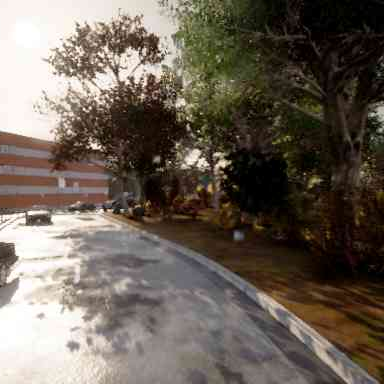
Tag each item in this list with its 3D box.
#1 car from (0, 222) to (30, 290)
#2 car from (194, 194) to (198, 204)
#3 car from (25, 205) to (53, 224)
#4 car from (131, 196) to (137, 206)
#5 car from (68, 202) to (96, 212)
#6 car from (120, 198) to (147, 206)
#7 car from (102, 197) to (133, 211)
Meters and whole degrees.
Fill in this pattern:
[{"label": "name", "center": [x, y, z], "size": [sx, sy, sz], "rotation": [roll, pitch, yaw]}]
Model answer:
[{"label": "car", "center": [-5.240, 1.598, 6.428], "size": [2.033, 1.411, 5.357], "rotation": [0, 0, -5]}, {"label": "car", "center": [-0.777, 1.646, 63.271], "size": [5.566, 2.045, 2.435], "rotation": [-1, 0, 16]}, {"label": "car", "center": [-12.317, 1.768, 26.903], "size": [2.033, 1.411, 5.357], "rotation": [-1, -1, -23]}, {"label": "car", "center": [-7.718, 1.653, 56.580], "size": [2.150, 2.045, 5.566], "rotation": [0, 0, 16]}, {"label": "car", "center": [-14.526, 1.955, 44.000], "size": [1.994, 1.385, 4.181], "rotation": [0, -1, 14]}, {"label": "car", "center": [-12.156, 2.010, 69.172], "size": [5.008, 1.535, 2.097], "rotation": [0, 0, 16]}, {"label": "car", "center": [-10.553, 1.870, 46.085], "size": [2.128, 1.511, 4.902], "rotation": [0, -1, 15]}]
